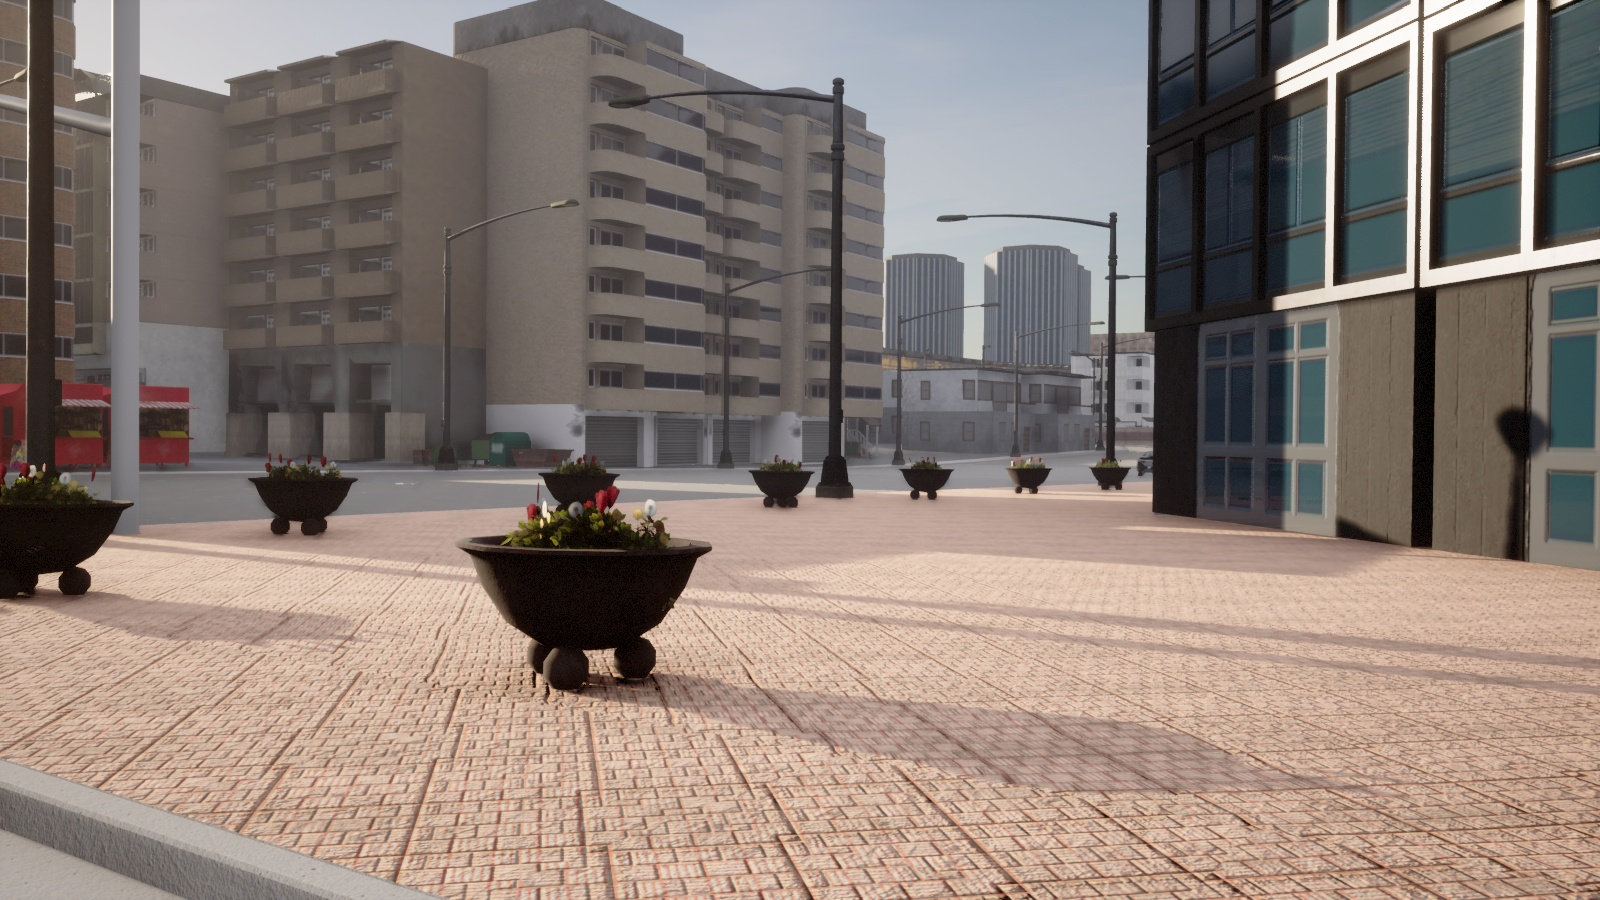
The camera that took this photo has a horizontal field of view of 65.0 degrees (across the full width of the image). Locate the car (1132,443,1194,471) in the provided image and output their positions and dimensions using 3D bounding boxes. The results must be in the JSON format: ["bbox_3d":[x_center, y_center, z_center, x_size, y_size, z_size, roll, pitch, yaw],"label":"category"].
[{"bbox_3d":[21.231,0.357,73.375,2.128,1.511,4.902,0,1,33],"label":"car"}]
